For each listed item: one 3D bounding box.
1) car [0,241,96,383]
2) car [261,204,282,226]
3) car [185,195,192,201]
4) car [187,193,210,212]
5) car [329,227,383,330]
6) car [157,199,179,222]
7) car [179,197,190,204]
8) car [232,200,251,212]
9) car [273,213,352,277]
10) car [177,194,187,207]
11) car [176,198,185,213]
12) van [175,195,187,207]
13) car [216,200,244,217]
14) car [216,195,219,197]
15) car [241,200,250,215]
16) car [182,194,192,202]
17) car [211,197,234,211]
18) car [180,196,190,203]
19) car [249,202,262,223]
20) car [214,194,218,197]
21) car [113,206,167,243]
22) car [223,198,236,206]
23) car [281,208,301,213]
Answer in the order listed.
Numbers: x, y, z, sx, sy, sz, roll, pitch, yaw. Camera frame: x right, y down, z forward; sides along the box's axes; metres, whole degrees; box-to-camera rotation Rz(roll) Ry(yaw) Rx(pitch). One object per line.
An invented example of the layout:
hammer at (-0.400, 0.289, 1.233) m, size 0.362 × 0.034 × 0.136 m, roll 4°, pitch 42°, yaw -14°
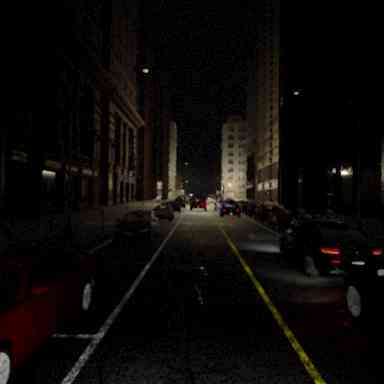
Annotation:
car at (-2.794, 1.528, 4.883) m, size 1.887 × 1.381 × 4.507 m, roll 1°, pitch 0°, yaw 1°
car at (6.072, 1.691, 21.585) m, size 1.887 × 1.381 × 4.507 m, roll 1°, pitch 0°, yaw 1°
car at (-0.964, 1.666, 94.855) m, size 1.967 × 1.590 × 4.097 m, roll 1°, pitch 0°, yaw 1°
car at (0.820, 1.359, 42.348) m, size 2.150 × 2.045 × 5.566 m, roll 1°, pitch 0°, yaw 1°
car at (3.788, 1.540, 4.337) m, size 1.882 × 1.535 × 5.008 m, roll 1°, pitch 0°, yaw 1°
car at (-2.340, 1.584, 27.206) m, size 1.752 × 1.417 × 4.829 m, roll 1°, pitch 0°, yaw 1°
car at (-1.538, 1.729, 66.739) m, size 1.947 × 1.339 × 4.313 m, roll 1°, pitch 0°, yaw 1°
car at (6.528, 1.778, 44.080) m, size 1.947 × 1.339 × 4.313 m, roll 1°, pitch 0°, yaw 1°
car at (4.068, 1.612, 10.336) m, size 1.812 × 1.442 × 4.674 m, roll 1°, pitch 0°, yaw 1°
car at (-1.878, 1.562, 49.870) m, size 1.967 × 1.590 × 4.097 m, roll 1°, pitch 0°, yaw 1°
car at (-2.110, 1.675, 38.623) m, size 1.802 × 1.307 × 4.206 m, roll 1°, pitch 0°, yaw 1°
van at (-1.761, 1.477, 55.493) m, size 1.690 × 1.788 × 3.998 m, roll 1°, pitch 0°, yaw 1°
car at (3.675, 1.750, 32.960) m, size 1.895 × 1.301 × 4.718 m, roll 1°, pitch 0°, yaw 2°
car at (7.214, 1.838, 77.820) m, size 1.887 × 1.381 × 4.507 m, roll 1°, pitch 0°, yaw 1°
car at (6.301, 1.726, 32.832) m, size 1.887 × 1.381 × 4.507 m, roll 1°, pitch 0°, yaw 1°
car at (-1.189, 1.517, 83.609) m, size 2.192 × 1.841 × 5.009 m, roll 1°, pitch 0°, yaw 1°
car at (3.838, 1.725, 43.155) m, size 2.033 × 1.411 × 5.357 m, roll 1°, pitch 0°, yaw 1°
car at (-1.421, 1.616, 72.362) m, size 1.967 × 1.590 × 4.097 m, roll 1°, pitch 0°, yaw 1°
car at (6.186, 1.709, 27.207) m, size 1.887 × 1.381 × 4.507 m, roll 1°, pitch 0°, yaw 1°
car at (7.328, 1.857, 83.443) m, size 2.008 × 1.369 × 4.403 m, roll 1°, pitch 0°, yaw 1°
car at (-2.566, 1.574, 16.129) m, size 2.008 × 1.369 × 4.403 m, roll 1°, pitch 0°, yaw 1°
car at (6.872, 1.799, 60.950) m, size 1.887 × 1.381 × 4.507 m, roll 1°, pitch 0°, yaw 1°
car at (5.958, 1.678, 15.961) m, size 2.008 × 1.369 × 4.403 m, roll 1°, pitch 0°, yaw 1°
